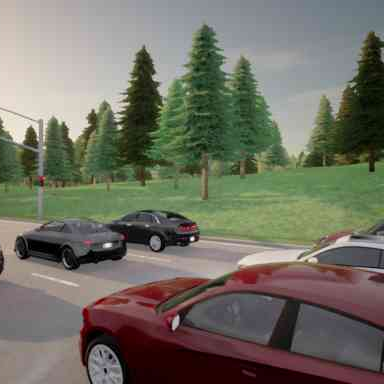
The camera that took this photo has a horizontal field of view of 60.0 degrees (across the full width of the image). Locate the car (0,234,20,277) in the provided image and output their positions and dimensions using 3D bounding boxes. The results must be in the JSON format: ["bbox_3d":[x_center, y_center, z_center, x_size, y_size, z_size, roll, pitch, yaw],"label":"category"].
[{"bbox_3d":[-6.595,1.524,8.590,4.674,1.442,1.812,0,0,36],"label":"car"}]

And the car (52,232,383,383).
[{"bbox_3d":[0.922,1.478,3.332,5.008,1.535,1.882,0,0,36],"label":"car"}]

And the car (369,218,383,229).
[{"bbox_3d":[5.524,1.352,8.647,4.553,1.767,2.097,0,0,36],"label":"car"}]

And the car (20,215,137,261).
[{"bbox_3d":[-4.129,1.563,11.118,4.181,1.385,1.994,0,0,36],"label":"car"}]

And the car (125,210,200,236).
[{"bbox_3d":[-1.951,1.504,13.865,4.892,1.490,1.837,0,0,36],"label":"car"}]

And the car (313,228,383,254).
[{"bbox_3d":[3.047,1.526,6.114,4.674,1.442,1.812,0,0,35],"label":"car"}]
